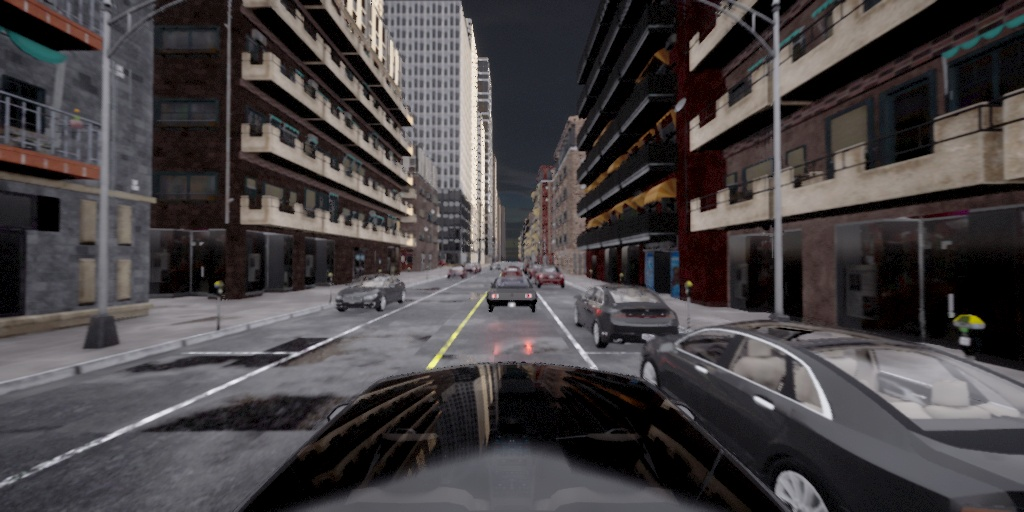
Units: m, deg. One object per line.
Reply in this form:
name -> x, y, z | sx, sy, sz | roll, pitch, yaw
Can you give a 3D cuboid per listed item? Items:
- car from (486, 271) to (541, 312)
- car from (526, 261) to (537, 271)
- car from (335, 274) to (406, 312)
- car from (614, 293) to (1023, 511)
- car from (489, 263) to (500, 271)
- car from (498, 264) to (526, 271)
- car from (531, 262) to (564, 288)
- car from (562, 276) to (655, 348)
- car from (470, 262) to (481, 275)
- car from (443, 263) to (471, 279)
car -> 0.014, 1.492, 15.106 | 1.895, 1.301, 4.718 | 0, -1, 0
car -> 2.680, 1.571, 37.662 | 1.967, 1.591, 4.097 | 0, 0, 0
car -> -5.694, 1.440, 14.930 | 2.007, 1.370, 4.403 | 0, 0, 0
car -> 2.690, 1.320, 3.570 | 2.007, 1.370, 4.403 | 0, 0, 0
car -> -3.034, 1.917, 64.395 | 2.128, 1.511, 4.902 | 0, -1, 0
car -> 0.017, 1.582, 30.744 | 1.812, 1.442, 4.674 | 0, 0, 1
car -> 2.683, 1.449, 26.297 | 1.967, 1.591, 4.097 | 0, 0, 0
car -> 2.688, 1.380, 9.252 | 2.007, 1.370, 4.403 | 0, 0, 0
car -> -5.703, 1.694, 49.022 | 1.967, 1.591, 4.097 | 0, 0, 0
car -> -5.700, 1.713, 37.658 | 1.802, 1.307, 4.207 | 0, 0, 0
